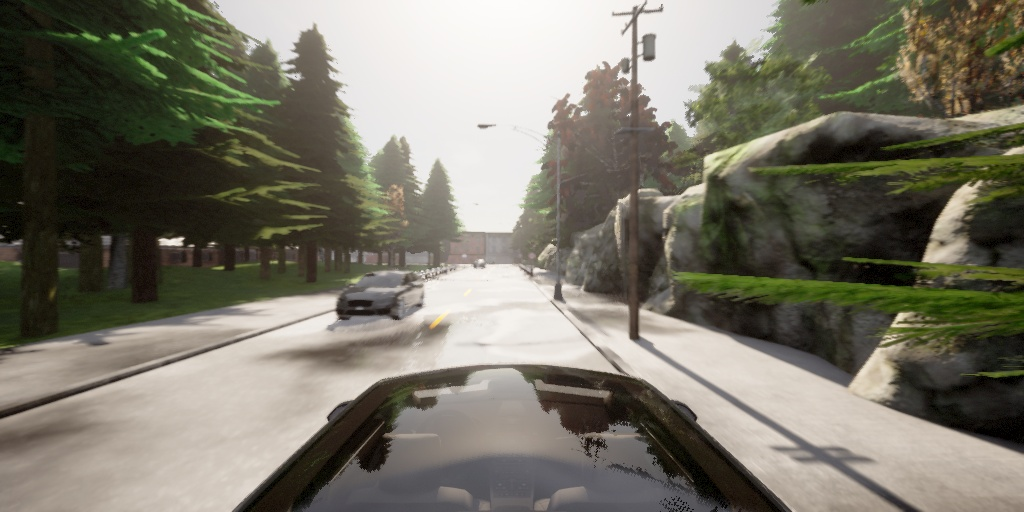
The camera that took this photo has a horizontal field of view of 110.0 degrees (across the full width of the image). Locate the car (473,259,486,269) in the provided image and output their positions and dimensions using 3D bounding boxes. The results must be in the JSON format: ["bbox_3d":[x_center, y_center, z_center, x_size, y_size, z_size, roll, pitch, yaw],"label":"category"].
[{"bbox_3d":[-5.097,1.232,56.609,2.128,1.511,4.902,0,0,-1],"label":"car"}]

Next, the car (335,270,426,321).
[{"bbox_3d":[-4.311,1.243,12.481,1.837,1.490,4.892,0,-1,-1],"label":"car"}]
